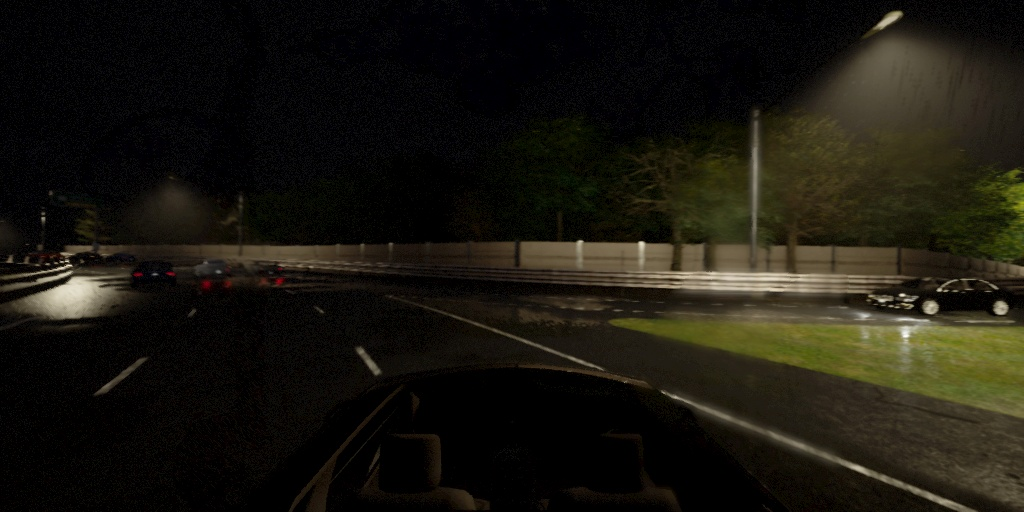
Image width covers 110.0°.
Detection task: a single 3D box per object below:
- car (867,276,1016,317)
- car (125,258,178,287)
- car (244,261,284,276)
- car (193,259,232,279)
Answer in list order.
[{"bbox_3d":[17.355,1.587,14.607,4.892,1.490,1.837,0,0,-3],"label":"car"},{"bbox_3d":[-20.929,1.007,21.008,2.033,1.411,5.357,1,0,-45],"label":"car"},{"bbox_3d":[-21.760,1.081,31.341,4.718,1.301,1.895,1,0,41],"label":"car"},{"bbox_3d":[-23.550,0.965,28.245,4.674,1.442,1.812,1,0,41],"label":"car"}]
